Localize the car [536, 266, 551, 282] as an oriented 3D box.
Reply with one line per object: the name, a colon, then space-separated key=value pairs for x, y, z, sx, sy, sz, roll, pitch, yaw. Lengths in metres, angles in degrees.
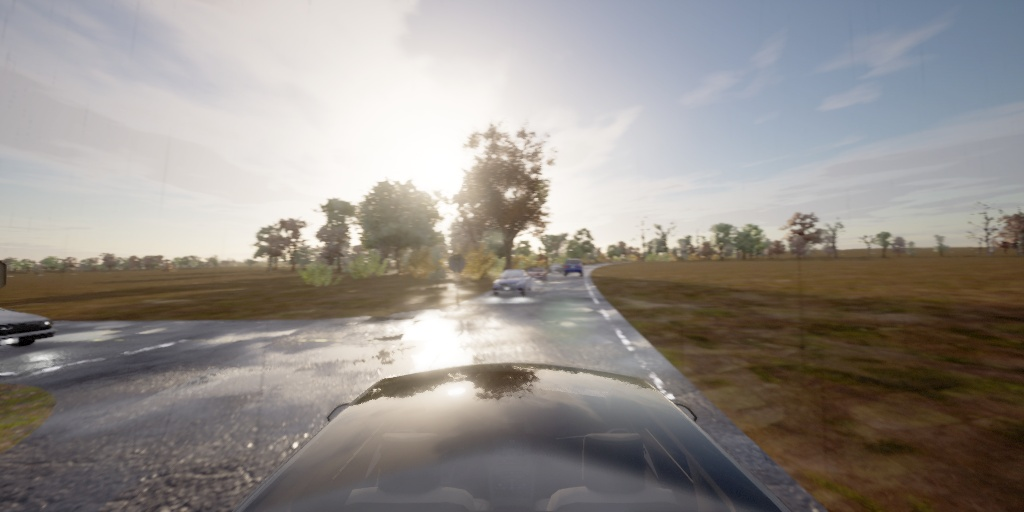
car: x=2.300 y=1.739 z=33.876 sx=1.895 sy=1.301 sz=4.718 roll=-1 pitch=-1 yaw=11

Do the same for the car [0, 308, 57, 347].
car: x=-14.658 y=1.715 z=8.881 sx=5.357 sy=1.411 sz=2.033 roll=-1 pitch=-1 yaw=6

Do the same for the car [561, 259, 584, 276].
car: x=7.517 y=1.374 z=43.497 sx=2.150 sy=2.045 sz=5.566 roll=-1 pitch=-1 yaw=12

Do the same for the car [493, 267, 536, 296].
car: x=0.133 y=1.550 z=22.036 sx=1.812 sy=1.442 sz=4.674 roll=-1 pitch=-1 yaw=10

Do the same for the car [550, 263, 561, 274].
car: x=6.439 y=1.799 z=52.998 sx=2.128 sy=1.511 sz=4.902 roll=-1 pitch=-1 yaw=14
